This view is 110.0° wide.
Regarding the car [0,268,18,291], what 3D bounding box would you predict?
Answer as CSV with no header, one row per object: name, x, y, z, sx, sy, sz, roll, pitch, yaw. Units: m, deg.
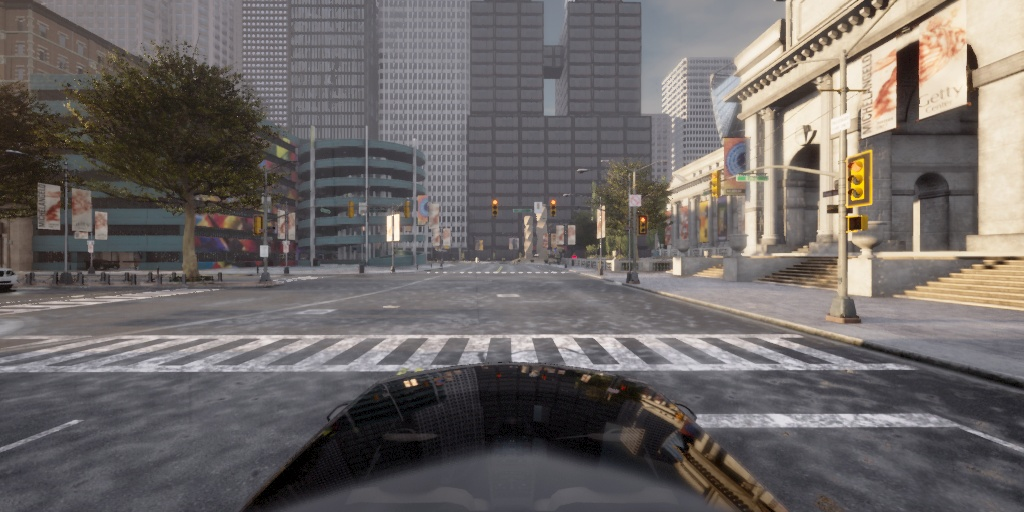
car,-31.152,0.971,19.773,5.566,2.045,2.150,0,0,0
